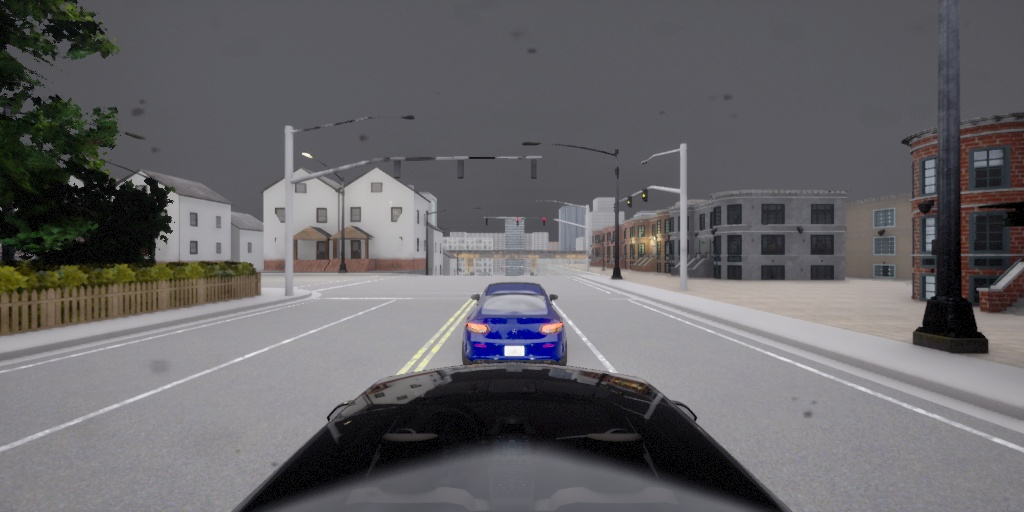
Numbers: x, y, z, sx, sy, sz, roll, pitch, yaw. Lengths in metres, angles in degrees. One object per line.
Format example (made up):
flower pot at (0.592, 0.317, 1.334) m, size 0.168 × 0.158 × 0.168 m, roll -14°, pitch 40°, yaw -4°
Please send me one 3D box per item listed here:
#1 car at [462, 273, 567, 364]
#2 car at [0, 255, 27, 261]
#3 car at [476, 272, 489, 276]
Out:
car at (0.056, 1.275, 7.735) m, size 1.812 × 1.442 × 4.674 m, roll 0°, pitch 0°, yaw 0°
car at (-44.725, 0.966, 30.630) m, size 5.566 × 2.045 × 2.150 m, roll 0°, pitch 0°, yaw 0°
car at (-3.623, 2.921, 47.193) m, size 2.097 × 1.767 × 4.553 m, roll -1°, pitch -13°, yaw 0°
